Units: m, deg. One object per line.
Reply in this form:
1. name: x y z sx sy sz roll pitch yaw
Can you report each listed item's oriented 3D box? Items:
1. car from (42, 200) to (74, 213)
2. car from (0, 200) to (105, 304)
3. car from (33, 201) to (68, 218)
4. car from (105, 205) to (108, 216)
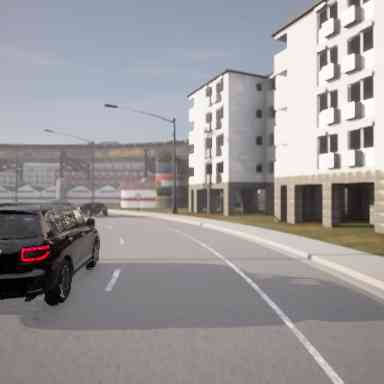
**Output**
1. car: -16.963 1.798 41.957 4.892 1.490 1.837 0 0 42
2. car: -3.819 1.280 8.307 2.150 2.045 5.566 0 0 -5
3. car: -14.787 1.734 34.583 2.128 1.511 4.902 0 0 -39
4. car: -10.349 1.743 34.601 1.837 1.490 4.892 0 -1 -36
